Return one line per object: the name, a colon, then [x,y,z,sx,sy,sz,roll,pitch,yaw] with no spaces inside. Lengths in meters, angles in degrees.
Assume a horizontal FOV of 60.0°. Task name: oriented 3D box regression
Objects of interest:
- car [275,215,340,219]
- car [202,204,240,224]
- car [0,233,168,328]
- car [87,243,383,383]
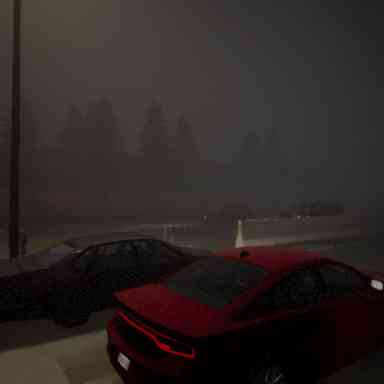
car: [8.072,1.502,22.515,5.566,2.045,2.150,1,-1,-35]
car: [3.036,1.767,27.546,4.902,1.511,2.128,1,-1,-35]
car: [-1.402,1.596,7.050,5.357,1.411,2.033,1,-1,-36]
car: [1.342,1.532,4.728,5.008,1.535,1.882,1,0,-35]
